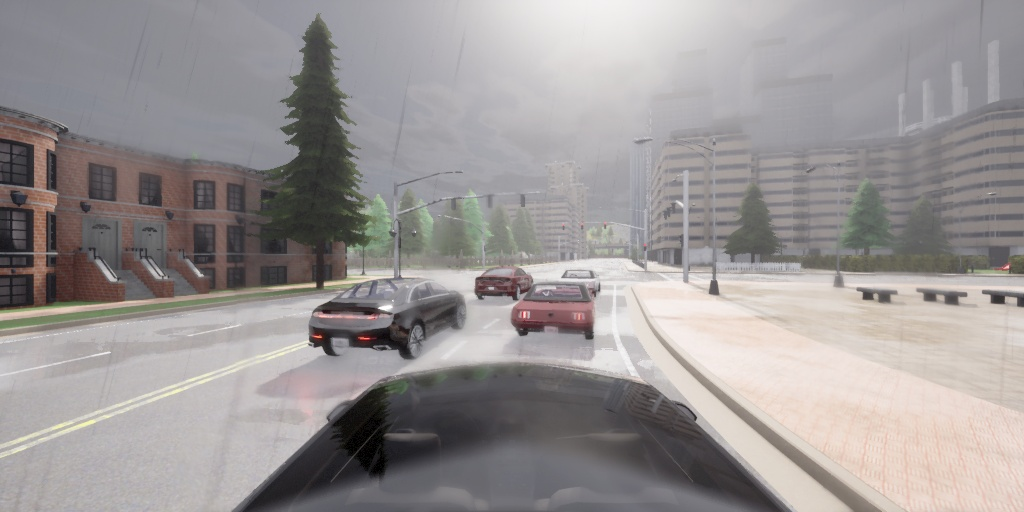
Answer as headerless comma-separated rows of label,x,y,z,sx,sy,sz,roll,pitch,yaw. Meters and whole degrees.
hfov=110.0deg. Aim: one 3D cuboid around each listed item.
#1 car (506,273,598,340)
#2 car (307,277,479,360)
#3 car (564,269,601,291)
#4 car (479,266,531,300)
car,1.381,1.351,10.098,1.895,1.301,4.718,0,0,13
car,-2.491,1.242,8.428,2.128,1.511,4.902,0,0,9
car,3.634,1.351,18.986,1.895,1.301,4.718,0,0,17
car,-0.237,1.228,17.645,1.882,1.535,5.008,0,0,15
